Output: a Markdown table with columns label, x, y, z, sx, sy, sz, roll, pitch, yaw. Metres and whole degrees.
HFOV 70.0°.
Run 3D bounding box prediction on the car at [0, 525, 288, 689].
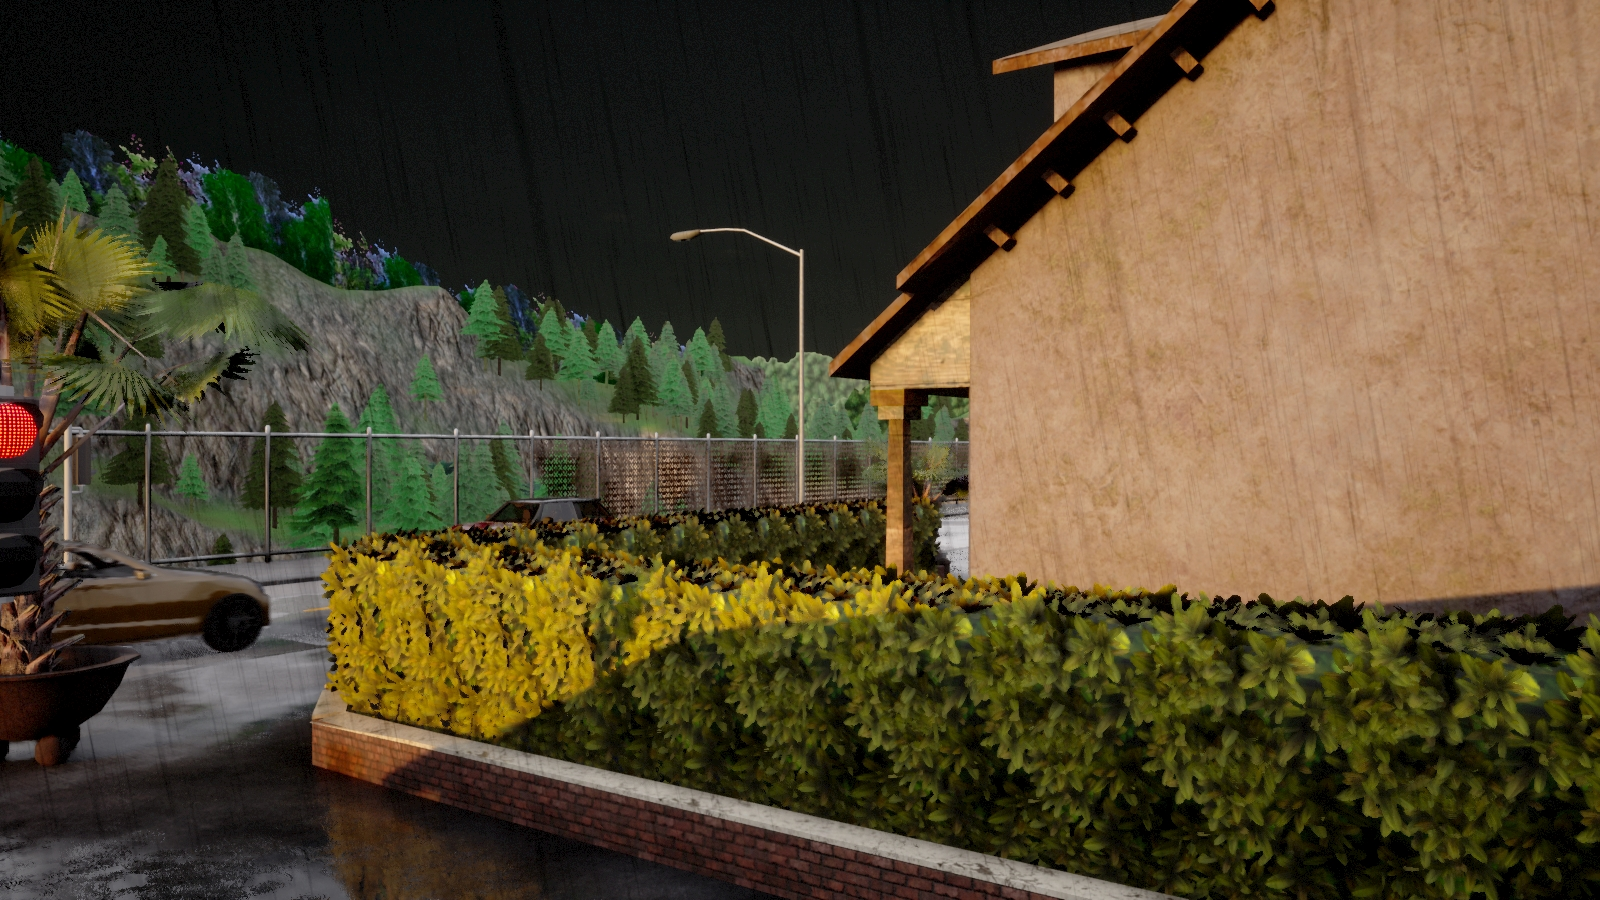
| label | x | y | z | sx | sy | sz | roll | pitch | yaw |
| --- | --- | --- | --- | --- | --- | --- | --- | --- | --- |
| car | -9.683 | 1.992 | 14.987 | 2.152 | 1.651 | 5.027 | 0 | 0 | 35 |

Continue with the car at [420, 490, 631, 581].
| label | x | y | z | sx | sy | sz | roll | pitch | yaw |
| --- | --- | --- | --- | --- | --- | --- | --- | --- | --- |
| car | -6.312 | 1.906 | 26.765 | 2.097 | 1.767 | 4.553 | 0 | 0 | 35 |
